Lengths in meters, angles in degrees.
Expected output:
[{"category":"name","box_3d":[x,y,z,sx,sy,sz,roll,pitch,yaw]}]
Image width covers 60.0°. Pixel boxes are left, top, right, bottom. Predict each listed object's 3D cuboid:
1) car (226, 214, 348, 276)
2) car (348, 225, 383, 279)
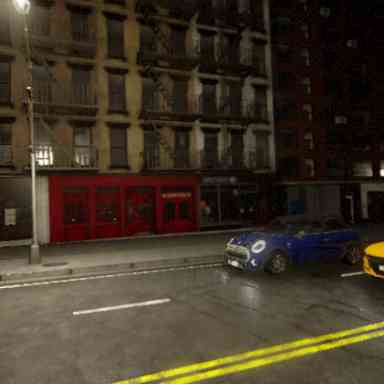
[{"category":"car","box_3d":[3.390,1.594,11.156,4.553,1.767,2.097,-1,-2,-22]},{"category":"car","box_3d":[7.008,1.575,9.120,5.008,1.535,1.882,-1,-2,-22]}]
